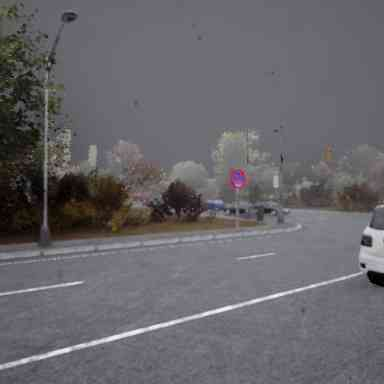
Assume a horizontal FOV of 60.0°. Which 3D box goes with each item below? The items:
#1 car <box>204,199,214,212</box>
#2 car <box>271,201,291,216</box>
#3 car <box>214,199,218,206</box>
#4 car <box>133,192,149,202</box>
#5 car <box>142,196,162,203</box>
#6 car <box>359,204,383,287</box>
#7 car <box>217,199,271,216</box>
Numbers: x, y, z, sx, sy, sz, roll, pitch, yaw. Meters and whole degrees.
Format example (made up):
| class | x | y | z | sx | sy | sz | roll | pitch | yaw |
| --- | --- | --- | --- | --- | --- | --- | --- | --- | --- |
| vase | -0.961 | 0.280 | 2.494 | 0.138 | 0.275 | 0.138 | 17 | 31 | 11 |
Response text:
| class | x | y | z | sx | sy | sz | roll | pitch | yaw |
| --- | --- | --- | --- | --- | --- | --- | --- | --- | --- |
| car | -0.071 | 1.401 | 41.808 | 2.150 | 2.045 | 5.566 | 1 | 0 | -32 |
| car | 8.199 | 1.703 | 35.257 | 2.128 | 1.511 | 4.902 | 1 | 0 | -32 |
| car | 3.130 | 1.686 | 43.287 | 1.882 | 1.535 | 5.008 | 1 | 0 | -32 |
| car | -10.475 | 1.081 | 70.868 | 2.150 | 2.045 | 5.566 | 1 | 1 | -37 |
| car | -5.413 | 1.685 | 50.261 | 1.994 | 1.385 | 4.181 | 1 | 0 | -33 |
| car | 6.425 | 1.296 | 8.332 | 5.566 | 2.045 | 2.150 | 1 | -1 | -36 |
| car | 5.168 | 1.675 | 33.474 | 2.128 | 1.511 | 4.902 | 1 | 0 | -33 |
